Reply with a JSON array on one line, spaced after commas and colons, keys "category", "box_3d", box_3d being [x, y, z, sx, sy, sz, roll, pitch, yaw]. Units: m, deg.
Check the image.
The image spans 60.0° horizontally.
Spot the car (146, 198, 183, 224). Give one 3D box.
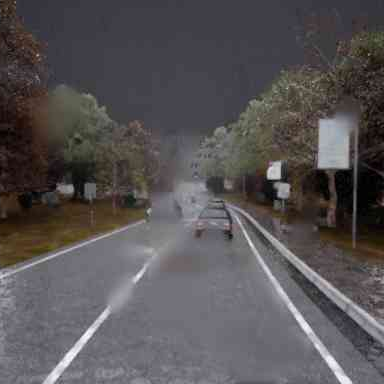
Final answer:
[{"category": "car", "box_3d": [-1.938, 1.279, 24.298, 2.097, 1.767, 4.553, 1, 0, 5]}]

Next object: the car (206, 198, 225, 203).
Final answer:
[{"category": "car", "box_3d": [2.730, 1.418, 38.216, 2.128, 1.511, 4.902, 0, 0, 2]}]

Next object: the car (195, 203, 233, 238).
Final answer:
[{"category": "car", "box_3d": [1.203, 1.524, 17.681, 2.033, 1.411, 5.357, 1, 0, 5]}]
